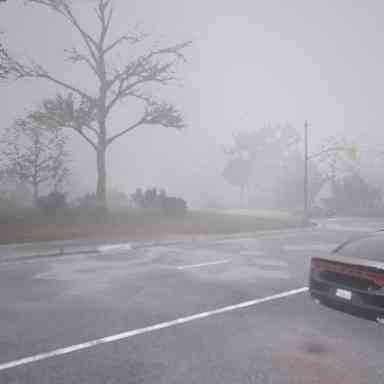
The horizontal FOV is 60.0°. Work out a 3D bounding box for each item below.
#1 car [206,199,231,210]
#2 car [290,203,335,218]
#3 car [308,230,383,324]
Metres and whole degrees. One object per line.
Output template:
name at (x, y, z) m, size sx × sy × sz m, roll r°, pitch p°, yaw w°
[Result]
car at (3.682, 1.744, 47.020) m, size 2.128 × 1.511 × 4.902 m, roll 0°, pitch -1°, yaw -27°
car at (11.664, 1.747, 32.429) m, size 1.994 × 1.385 × 4.181 m, roll 0°, pitch 0°, yaw -31°
car at (4.509, 1.527, 6.824) m, size 5.008 × 1.535 × 1.882 m, roll 1°, pitch 0°, yaw -35°
